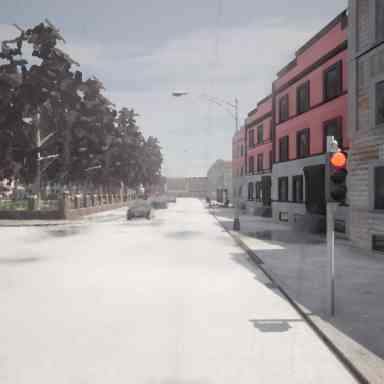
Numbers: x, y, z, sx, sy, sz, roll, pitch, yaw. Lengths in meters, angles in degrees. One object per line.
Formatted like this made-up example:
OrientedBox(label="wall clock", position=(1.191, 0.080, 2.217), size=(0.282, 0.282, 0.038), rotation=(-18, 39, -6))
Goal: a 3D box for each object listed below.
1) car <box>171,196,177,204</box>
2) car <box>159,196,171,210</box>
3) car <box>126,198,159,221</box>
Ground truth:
OrientedBox(label="car", position=(-4.023, 1.548, 65.733), size=(2.033, 1.411, 5.357), rotation=(0, 0, 0))
OrientedBox(label="car", position=(-4.106, 1.478, 43.123), size=(1.882, 1.535, 5.008), rotation=(0, 1, 0))
OrientedBox(label="car", position=(-4.153, 1.505, 27.557), size=(1.837, 1.490, 4.892), rotation=(0, 0, 1))
